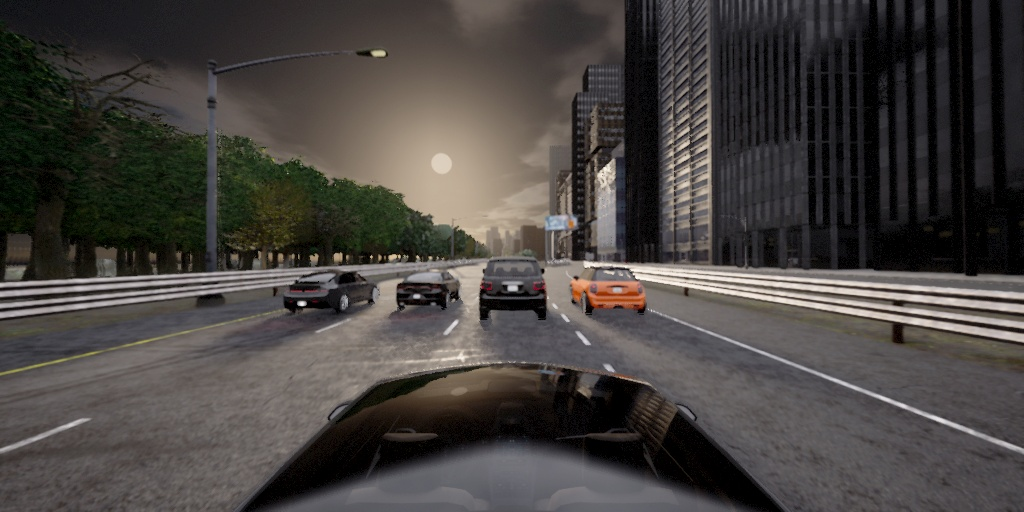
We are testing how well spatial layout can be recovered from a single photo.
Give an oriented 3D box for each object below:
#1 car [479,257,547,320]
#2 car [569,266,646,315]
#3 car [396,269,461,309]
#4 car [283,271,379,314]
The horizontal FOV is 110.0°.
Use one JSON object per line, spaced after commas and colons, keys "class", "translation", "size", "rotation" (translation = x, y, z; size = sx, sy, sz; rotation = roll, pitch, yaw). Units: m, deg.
{"class": "car", "translation": [0.056, 1.040, 13.142], "size": [2.150, 2.045, 5.566], "rotation": [0, 0, 1]}
{"class": "car", "translation": [3.570, 1.174, 14.173], "size": [2.097, 1.767, 4.553], "rotation": [0, 0, 1]}
{"class": "car", "translation": [-3.420, 1.307, 15.445], "size": [1.882, 1.535, 5.008], "rotation": [0, 0, 1]}
{"class": "car", "translation": [-6.933, 1.329, 14.297], "size": [1.837, 1.490, 4.892], "rotation": [0, 0, 1]}
